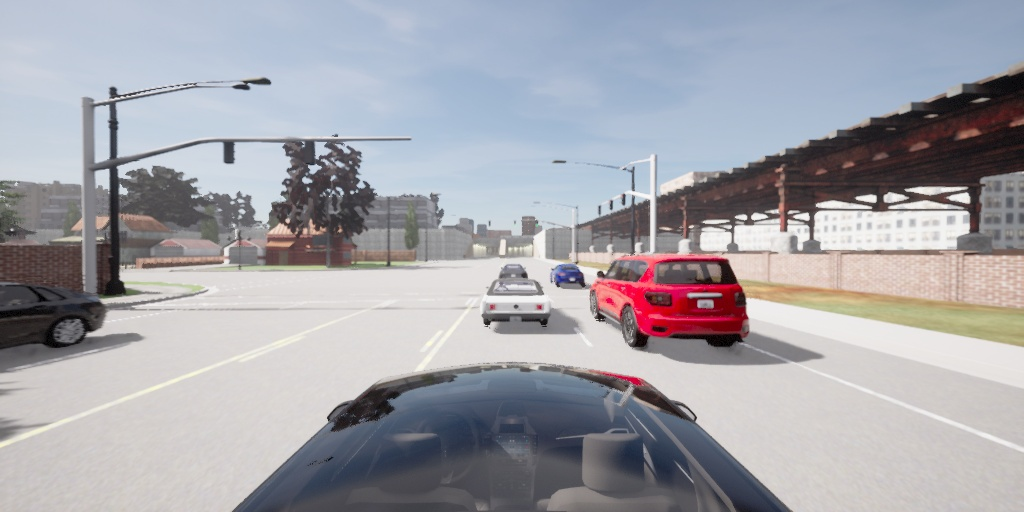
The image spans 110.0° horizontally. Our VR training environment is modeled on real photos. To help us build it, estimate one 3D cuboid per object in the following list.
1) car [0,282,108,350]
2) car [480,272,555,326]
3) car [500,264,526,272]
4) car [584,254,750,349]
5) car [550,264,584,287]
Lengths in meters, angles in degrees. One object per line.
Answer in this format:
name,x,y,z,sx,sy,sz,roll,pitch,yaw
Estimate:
car,-10.565,1.261,6.439,1.837,1.490,4.892,0,-1,0
car,0.091,1.358,11.575,1.895,1.301,4.718,0,0,0
car,0.104,1.247,26.188,1.994,1.385,4.181,0,1,0
car,3.605,0.981,9.365,2.150,2.045,5.566,0,0,0
car,3.604,1.229,23.767,1.812,1.442,4.674,0,0,0
